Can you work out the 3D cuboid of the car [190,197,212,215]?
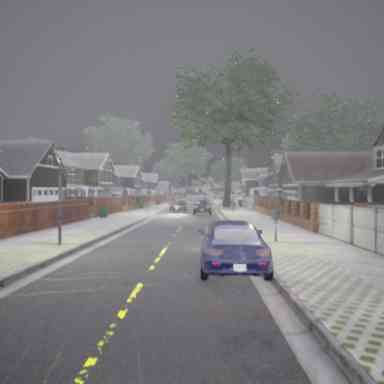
[{"bbox_3d":[1.081,1.549,34.114,1.812,1.442,4.674,0,0,4],"label":"car"}]

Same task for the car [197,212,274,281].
[{"bbox_3d":[1.147,1.527,9.759,1.812,1.442,4.674,0,0,2],"label":"car"}]

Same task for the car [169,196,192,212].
[{"bbox_3d":[-1.528,1.518,38.311,2.128,1.511,4.902,0,0,2],"label":"car"}]

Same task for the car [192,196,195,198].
[{"bbox_3d":[0.414,1.654,84.843,2.128,1.511,4.902,0,0,2],"label":"car"}]
